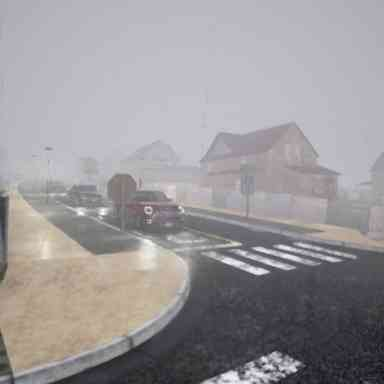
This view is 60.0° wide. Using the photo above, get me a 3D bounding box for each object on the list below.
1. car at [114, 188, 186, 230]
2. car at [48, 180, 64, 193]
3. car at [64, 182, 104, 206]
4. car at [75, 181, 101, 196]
[{"bbox_3d":[-2.091,0.660,15.805,2.097,1.767,4.553,1,3,-31],"label":"car"},{"bbox_3d":[-16.158,-0.688,39.581,2.033,1.411,5.357,1,3,-28],"label":"car"},{"bbox_3d":[-8.110,0.176,25.286,1.837,1.490,4.892,1,4,-31],"label":"car"},{"bbox_3d":[-11.670,-0.442,37.229,1.812,1.442,4.674,1,3,-29],"label":"car"}]
